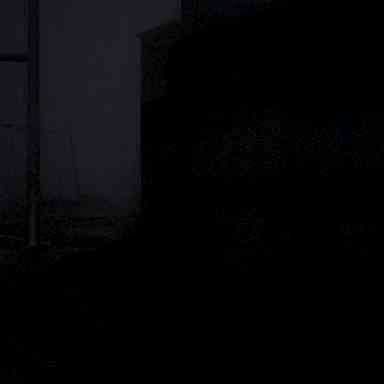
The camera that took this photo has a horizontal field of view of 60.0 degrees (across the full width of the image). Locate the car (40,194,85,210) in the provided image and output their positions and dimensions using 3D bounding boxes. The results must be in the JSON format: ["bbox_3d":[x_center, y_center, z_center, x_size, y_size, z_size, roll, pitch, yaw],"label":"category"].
[{"bbox_3d":[-14.512,1.257,36.371,2.007,1.523,4.514,0,0,35],"label":"car"}]

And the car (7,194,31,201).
[{"bbox_3d":[-39.971,1.223,77.101,2.007,1.523,4.514,0,0,35],"label":"car"}]

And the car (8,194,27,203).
[{"bbox_3d":[-32.195,1.228,62.198,1.845,1.501,3.633,0,0,35],"label":"car"}]

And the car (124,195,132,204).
[{"bbox_3d":[-9.462,1.309,55.479,1.970,1.475,3.806,0,0,35],"label":"car"}]

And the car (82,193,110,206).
[{"bbox_3d":[-14.353,1.045,48.552,1.932,1.855,4.605,0,0,35],"label":"car"}]

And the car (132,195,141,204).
[{"bbox_3d":[-7.109,1.031,53.051,1.905,1.878,3.866,0,0,35],"label":"car"}]

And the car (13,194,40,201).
[{"bbox_3d":[-37.386,1.219,75.323,2.152,1.636,5.027,0,0,35],"label":"car"}]
